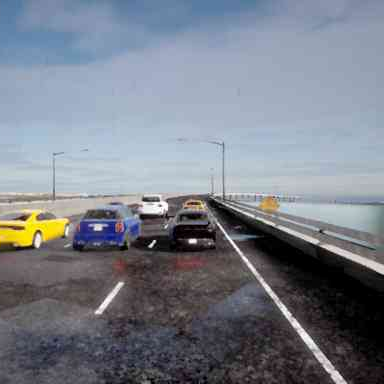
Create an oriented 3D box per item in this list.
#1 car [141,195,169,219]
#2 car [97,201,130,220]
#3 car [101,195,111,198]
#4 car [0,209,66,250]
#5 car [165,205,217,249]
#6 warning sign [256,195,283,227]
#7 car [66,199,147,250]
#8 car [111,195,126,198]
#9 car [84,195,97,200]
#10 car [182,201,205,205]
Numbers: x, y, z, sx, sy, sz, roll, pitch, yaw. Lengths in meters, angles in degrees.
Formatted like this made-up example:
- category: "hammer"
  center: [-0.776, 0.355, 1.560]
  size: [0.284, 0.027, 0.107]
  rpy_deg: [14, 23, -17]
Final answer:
- category: "car"
  center: [-3.340, 1.264, 29.432]
  size: [2.150, 2.045, 5.566]
  rpy_deg: [0, 0, 1]
- category: "car"
  center: [-6.840, 1.539, 29.439]
  size: [1.812, 1.442, 4.674]
  rpy_deg: [0, 0, 1]
- category: "car"
  center: [-19.924, 1.414, 77.045]
  size: [1.812, 1.442, 4.674]
  rpy_deg: [0, 0, 2]
- category: "car"
  center: [-6.961, 1.489, 14.466]
  size: [1.882, 1.535, 5.008]
  rpy_deg: [0, 0, 0]
- category: "car"
  center: [0.039, 1.521, 14.429]
  size: [1.837, 1.490, 4.892]
  rpy_deg: [0, 0, 0]
- category: "warning sign"
  center: [4.608, 1.119, 19.845]
  size: [1.300, 1.860, 1.060]
  rpy_deg: [-1, -1, 0]
- category: "car"
  center: [-3.461, 1.370, 14.418]
  size: [2.097, 1.767, 4.553]
  rpy_deg: [0, 0, 0]
- category: "car"
  center: [-16.426, 1.414, 76.944]
  size: [2.128, 1.511, 4.902]
  rpy_deg: [0, 0, 2]
- category: "car"
  center: [-23.423, 1.415, 77.148]
  size: [1.812, 1.442, 4.674]
  rpy_deg: [0, 0, 2]
- category: "car"
  center: [0.159, 1.490, 29.364]
  size: [1.882, 1.535, 5.008]
  rpy_deg: [0, 0, 1]
